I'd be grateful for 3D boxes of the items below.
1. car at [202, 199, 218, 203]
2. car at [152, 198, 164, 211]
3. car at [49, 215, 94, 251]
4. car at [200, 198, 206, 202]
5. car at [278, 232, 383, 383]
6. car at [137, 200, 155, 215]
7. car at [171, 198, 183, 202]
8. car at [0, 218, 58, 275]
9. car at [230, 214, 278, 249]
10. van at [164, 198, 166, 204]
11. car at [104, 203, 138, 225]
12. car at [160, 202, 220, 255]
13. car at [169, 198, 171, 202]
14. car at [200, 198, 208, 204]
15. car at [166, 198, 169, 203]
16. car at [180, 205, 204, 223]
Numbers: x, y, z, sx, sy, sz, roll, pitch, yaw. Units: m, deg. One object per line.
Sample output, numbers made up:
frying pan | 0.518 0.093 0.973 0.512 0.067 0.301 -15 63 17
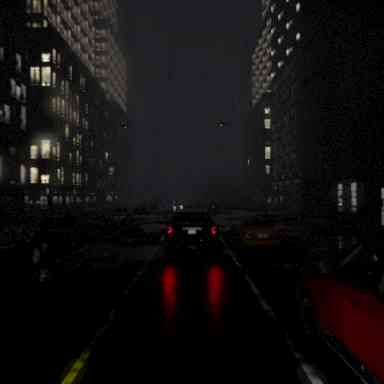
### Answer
car | 2.692 1.947 43.308 1.947 1.339 4.313 0 0 0
car | -5.689 1.973 49.012 1.887 1.381 4.507 0 0 0
car | -5.688 1.701 14.860 1.947 1.339 4.313 0 -1 0
car | 2.691 2.010 66.075 1.967 1.590 4.097 0 0 0
car | 2.695 1.348 3.467 2.192 1.841 5.009 0 -1 0
car | -5.689 1.883 37.628 2.008 1.369 4.403 0 0 0
car | -3.003 2.116 71.805 1.837 1.490 4.892 0 0 0
car | -5.687 1.635 9.168 2.008 1.369 4.403 0 -1 0
car | 2.693 1.662 15.018 1.752 1.417 4.829 0 -1 0
van | -5.689 1.818 54.706 1.690 1.788 3.998 0 0 0
car | -5.688 1.816 26.242 1.802 1.307 4.206 0 0 0
car | 0.002 1.478 14.077 2.097 1.767 4.553 0 -1 0
car | -5.690 2.103 77.472 1.967 1.590 4.097 0 0 0
car | 2.996 2.245 84.409 1.812 1.442 4.674 0 0 0
car | -5.690 2.106 60.396 1.802 1.307 4.206 0 0 0
car | 0.001 1.860 29.109 1.895 1.301 4.718 0 0 0
